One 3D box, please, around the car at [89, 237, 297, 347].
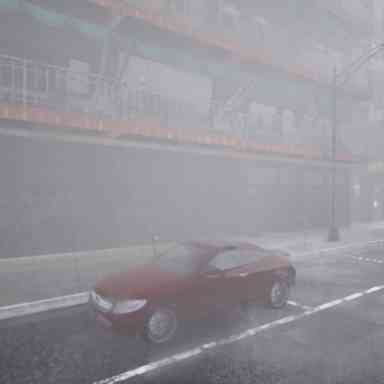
[{"bbox_3d":[0.245,1.571,6.261,4.206,1.307,1.802,0,1,-35],"label":"car"}]
